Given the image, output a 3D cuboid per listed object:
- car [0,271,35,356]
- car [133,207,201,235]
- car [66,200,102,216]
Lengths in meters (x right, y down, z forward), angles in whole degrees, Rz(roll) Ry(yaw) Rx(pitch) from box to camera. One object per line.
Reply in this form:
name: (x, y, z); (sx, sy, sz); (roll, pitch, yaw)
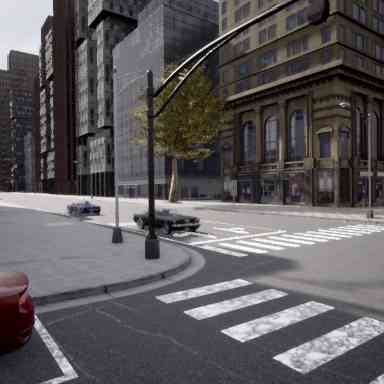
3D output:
car: (-4.209, 1.545, 3.634); (4.507, 1.381, 1.887); (0, -1, -36)
car: (-1.510, 1.547, 18.788); (1.895, 1.301, 4.718); (-1, 1, -35)
car: (-9.944, 1.430, 30.439); (1.895, 1.301, 4.718); (-1, 1, -36)
